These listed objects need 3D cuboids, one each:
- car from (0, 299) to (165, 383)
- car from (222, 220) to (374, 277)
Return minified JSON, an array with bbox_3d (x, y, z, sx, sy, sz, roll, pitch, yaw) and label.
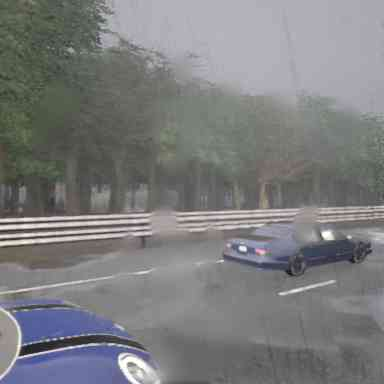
[{"bbox_3d":[-2.358,1.340,2.022,4.553,1.767,2.097,0,0,-36],"label":"car"},{"bbox_3d":[3.444,1.587,10.359,5.357,1.411,2.033,0,0,-34],"label":"car"}]
